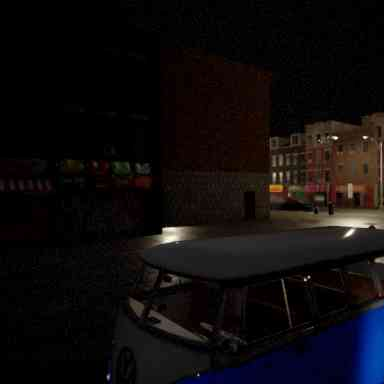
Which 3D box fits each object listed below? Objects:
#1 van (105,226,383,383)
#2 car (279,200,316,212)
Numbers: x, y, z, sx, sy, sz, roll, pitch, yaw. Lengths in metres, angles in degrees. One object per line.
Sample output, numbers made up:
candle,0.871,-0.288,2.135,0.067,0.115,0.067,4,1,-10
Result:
van,1.096,1.340,3.603,3.998,1.788,1.690,0,0,-36
car,11.848,1.553,37.027,1.994,1.385,4.181,0,0,-35
